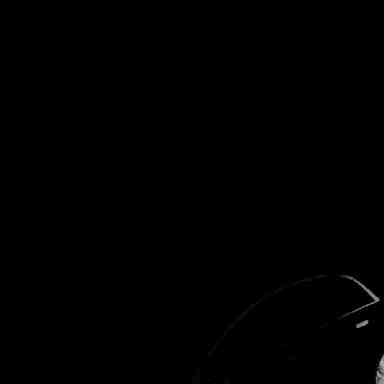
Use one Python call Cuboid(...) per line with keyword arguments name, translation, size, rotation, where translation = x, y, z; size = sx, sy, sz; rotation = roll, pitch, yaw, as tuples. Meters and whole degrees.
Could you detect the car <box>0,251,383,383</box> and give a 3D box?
Cuboid(name="car", translation=(0.360, 1.468, 3.325), size=(4.892, 1.490, 1.837), rotation=(0, 1, -36))
